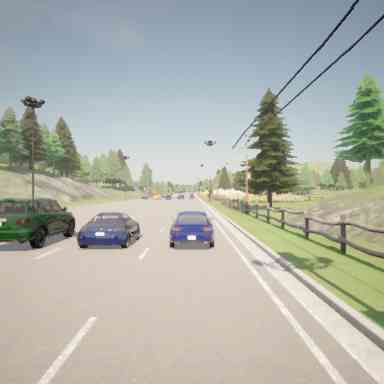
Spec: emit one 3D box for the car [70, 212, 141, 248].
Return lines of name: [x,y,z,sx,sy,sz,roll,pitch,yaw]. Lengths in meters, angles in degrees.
car: [-3.500,1.569,14.650,1.994,1.385,4.181,0,0,0]

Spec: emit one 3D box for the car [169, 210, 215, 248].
car: [0.000,1.530,14.650,1.812,1.442,4.674,0,0,0]

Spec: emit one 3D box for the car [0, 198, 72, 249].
car: [-7.000,1.255,14.680,2.150,2.045,5.566,0,0,0]
